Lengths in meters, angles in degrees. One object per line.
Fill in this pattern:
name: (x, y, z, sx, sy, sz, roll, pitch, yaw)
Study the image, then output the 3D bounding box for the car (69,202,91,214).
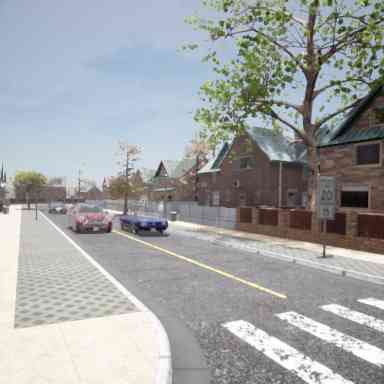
car: (-14.902, 2.109, 44.059, 2.033, 1.411, 5.357, 2, -2, -27)

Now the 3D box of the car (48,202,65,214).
car: (-17.087, 1.962, 42.063, 2.128, 1.511, 4.902, 2, -2, -27)

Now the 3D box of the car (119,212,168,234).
car: (-3.254, 1.899, 21.239, 1.895, 1.301, 4.718, 2, -1, -27)

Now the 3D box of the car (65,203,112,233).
car: (-6.533, 1.577, 21.192, 2.097, 1.767, 4.553, 2, -1, -27)
